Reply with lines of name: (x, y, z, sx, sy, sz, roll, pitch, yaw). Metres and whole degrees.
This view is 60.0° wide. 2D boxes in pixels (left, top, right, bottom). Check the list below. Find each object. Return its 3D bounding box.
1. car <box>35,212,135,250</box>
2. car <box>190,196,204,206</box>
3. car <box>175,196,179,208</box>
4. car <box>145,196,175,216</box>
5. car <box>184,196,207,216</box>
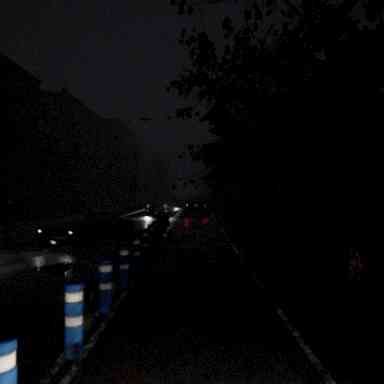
car: (-4.425, 1.562, 14.494, 1.895, 1.301, 4.718, 0, 0, 20)
car: (0.737, 1.298, 49.986, 2.033, 1.411, 5.357, 0, 1, 1)
car: (-2.787, 1.291, 44.965, 1.837, 1.490, 4.892, 0, 0, 1)
car: (-3.064, 1.221, 31.276, 2.097, 1.767, 4.553, 0, 0, 1)
car: (0.388, 1.221, 31.442, 2.097, 1.767, 4.553, 0, 0, 1)
